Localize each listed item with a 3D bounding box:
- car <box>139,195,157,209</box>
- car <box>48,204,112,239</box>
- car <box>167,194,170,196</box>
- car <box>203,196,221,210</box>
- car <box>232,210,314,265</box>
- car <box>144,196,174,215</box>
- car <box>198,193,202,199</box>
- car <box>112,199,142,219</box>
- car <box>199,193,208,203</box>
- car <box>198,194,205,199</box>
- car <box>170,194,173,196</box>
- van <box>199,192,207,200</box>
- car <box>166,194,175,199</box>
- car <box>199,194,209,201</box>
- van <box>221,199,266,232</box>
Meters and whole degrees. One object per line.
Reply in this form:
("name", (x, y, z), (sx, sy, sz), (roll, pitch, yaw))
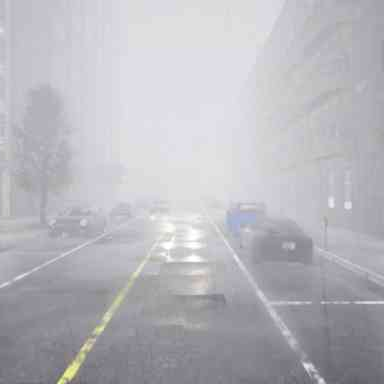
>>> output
("car", (-5.730, 1.319, 39.589), (1.967, 1.590, 4.097), (1, 0, 0))
("car", (-5.703, 1.402, 16.964), (1.967, 1.590, 4.097), (1, 0, 0))
("car", (-5.758, 1.353, 62.217), (1.947, 1.339, 4.313), (1, 0, 0))
("car", (2.649, 1.432, 39.564), (1.802, 1.307, 4.206), (1, 0, 0))
("car", (2.683, 1.518, 11.281), (1.947, 1.339, 4.313), (1, 0, 0))
("car", (-3.043, 1.443, 32.667), (2.033, 1.411, 5.357), (0, 0, 0))
("car", (2.623, 1.310, 62.191), (2.008, 1.369, 4.403), (1, 0, 0))
("car", (-5.718, 1.503, 28.277), (1.802, 1.307, 4.206), (1, 0, 0))
("car", (2.629, 1.364, 56.534), (1.802, 1.307, 4.206), (1, 0, 0))
("car", (2.595, 1.205, 90.472), (1.947, 1.339, 4.313), (1, 0, 0))
("car", (-5.771, 1.285, 73.529), (1.887, 1.381, 4.507), (1, 0, 0))
("van", (2.605, 1.029, 79.159), (1.690, 1.788, 3.998), (1, 0, 0))
("car", (-5.792, 1.219, 90.499), (2.008, 1.369, 4.403), (1, 0, 0))
("car", (2.609, 1.262, 73.503), (2.008, 1.369, 4.403), (1, 0, 0))
("van", (2.678, 1.274, 16.938), (1.690, 1.788, 3.998), (1, 0, 0))
